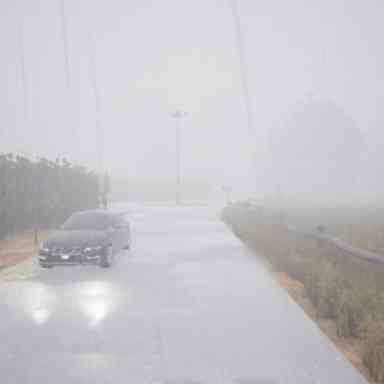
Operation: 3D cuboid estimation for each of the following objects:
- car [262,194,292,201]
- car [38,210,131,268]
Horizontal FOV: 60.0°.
[{"bbox_3d":[10.633,0.932,41.079,4.181,1.385,1.994,0,1,-26],"label":"car"},{"bbox_3d":[-3.205,1.385,10.834,1.837,1.490,4.892,0,0,0],"label":"car"}]
